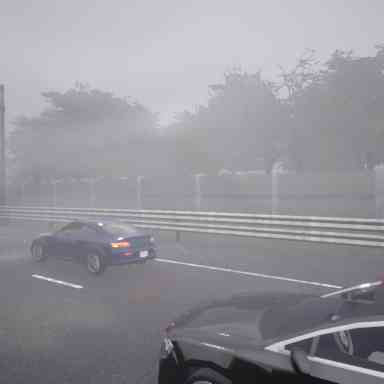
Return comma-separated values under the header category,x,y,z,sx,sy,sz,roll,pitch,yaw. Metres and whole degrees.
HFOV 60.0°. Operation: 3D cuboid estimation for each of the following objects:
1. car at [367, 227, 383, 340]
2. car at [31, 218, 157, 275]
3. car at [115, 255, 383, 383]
category,x,y,z,sx,sy,sz,roll,pitch,yaw
car,5.315,1.478,4.493,5.008,1.535,1.882,0,0,36
car,-3.176,1.538,10.460,4.674,1.442,1.812,0,0,36
car,1.876,1.492,2.636,4.902,1.511,2.128,0,0,36
